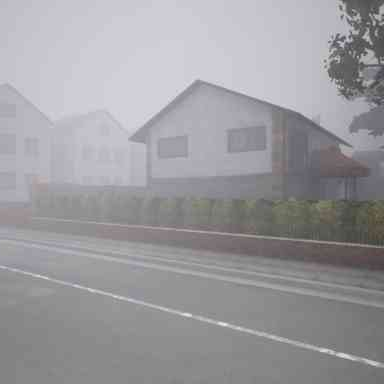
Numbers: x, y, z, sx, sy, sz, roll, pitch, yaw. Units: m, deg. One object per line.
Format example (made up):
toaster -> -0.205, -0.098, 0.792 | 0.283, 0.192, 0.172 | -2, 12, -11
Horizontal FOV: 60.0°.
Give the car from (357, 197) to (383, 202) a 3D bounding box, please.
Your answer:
car -> 14.618, 1.168, 25.879 | 3.806, 1.475, 1.970 | 0, 0, 35
